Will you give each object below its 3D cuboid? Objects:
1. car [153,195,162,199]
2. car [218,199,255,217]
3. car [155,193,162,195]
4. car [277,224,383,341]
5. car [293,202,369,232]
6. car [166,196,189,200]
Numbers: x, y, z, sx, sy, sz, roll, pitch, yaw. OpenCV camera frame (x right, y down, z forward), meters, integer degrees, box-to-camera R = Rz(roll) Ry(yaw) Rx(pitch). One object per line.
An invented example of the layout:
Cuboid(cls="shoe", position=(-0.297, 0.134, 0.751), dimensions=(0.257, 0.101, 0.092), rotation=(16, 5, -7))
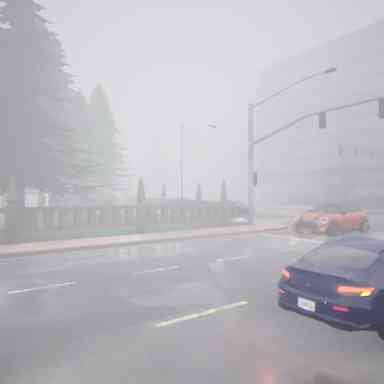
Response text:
Cuboid(cls="car", position=(-4.826, 1.559, 48.728), dimensions=(1.895, 1.301, 4.718), rotation=(0, 0, -13))
Cuboid(cls="car", position=(3.712, 1.434, 30.798), dimensions=(1.882, 1.535, 5.008), rotation=(0, 0, -31))
Cuboid(cls="car", position=(-5.921, 1.181, 61.261), dimensions=(2.150, 2.045, 5.566), rotation=(0, 0, 4))
Cuboid(cls="car", position=(3.610, 1.529, 6.341), dimensions=(4.674, 1.442, 1.812), rotation=(0, 0, -35))
Cuboid(cls="car", position=(7.499, 1.358, 17.899), dimensions=(4.553, 1.767, 2.097), rotation=(0, 0, -35))
Cuboid(cls="car", position=(-1.312, 1.309, 39.307), dimensions=(2.097, 1.767, 4.553), rotation=(0, 0, -26))
